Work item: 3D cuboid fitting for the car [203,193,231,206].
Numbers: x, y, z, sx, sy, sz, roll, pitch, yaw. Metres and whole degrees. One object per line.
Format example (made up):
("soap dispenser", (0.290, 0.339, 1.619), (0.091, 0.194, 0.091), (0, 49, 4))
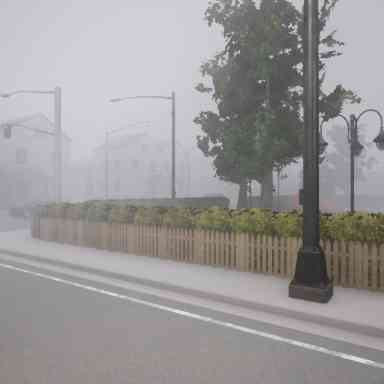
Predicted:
("car", (3.525, 1.221, 48.179), (2.150, 2.045, 5.566), (0, 0, 35))

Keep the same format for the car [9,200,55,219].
("car", (-13.682, 1.477, 29.811), (1.882, 1.535, 5.008), (0, 0, 35))
